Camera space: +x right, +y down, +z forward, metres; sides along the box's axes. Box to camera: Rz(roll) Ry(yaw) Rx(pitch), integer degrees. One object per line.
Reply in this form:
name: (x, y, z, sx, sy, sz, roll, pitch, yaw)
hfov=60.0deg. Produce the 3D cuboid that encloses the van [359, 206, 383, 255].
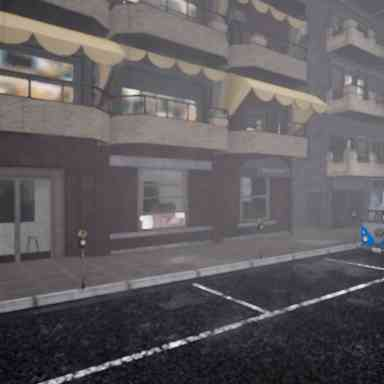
van: (7.731, 1.373, 12.063, 3.998, 1.788, 1.690, 0, -1, -35)
